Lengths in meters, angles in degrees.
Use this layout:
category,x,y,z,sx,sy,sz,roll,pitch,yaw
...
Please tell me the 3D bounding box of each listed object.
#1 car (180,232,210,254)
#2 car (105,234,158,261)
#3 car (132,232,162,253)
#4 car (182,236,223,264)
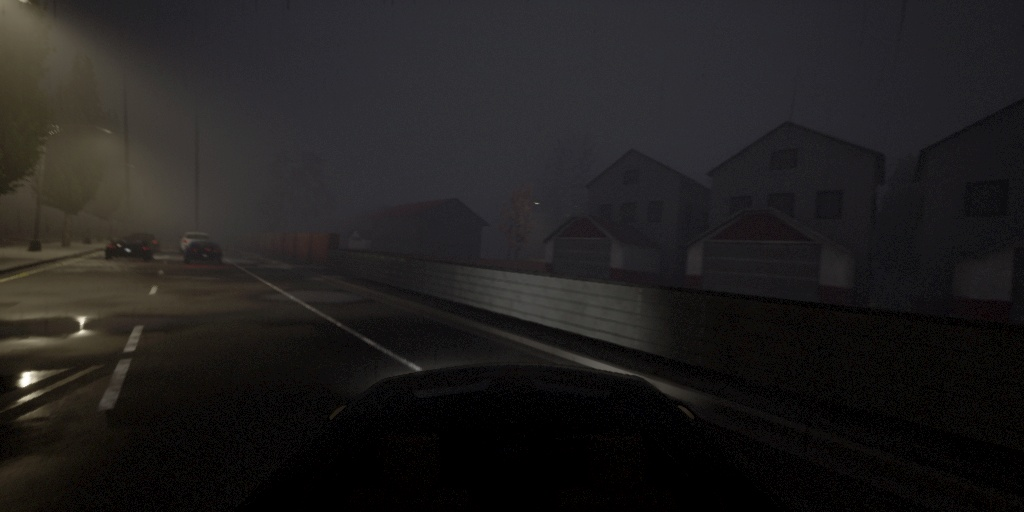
category,x,y,z,sx,sy,sz,roll,pitch,yaw
car,-29.852,-1.196,33.926,2.150,2.045,5.566,5,0,-43
car,-24.535,-0.485,23.123,1.994,1.385,4.181,5,0,-43
car,-32.659,-1.288,31.807,2.097,1.767,4.553,5,0,-43
car,-21.241,-0.316,24.712,1.882,1.535,5.008,5,0,-43
